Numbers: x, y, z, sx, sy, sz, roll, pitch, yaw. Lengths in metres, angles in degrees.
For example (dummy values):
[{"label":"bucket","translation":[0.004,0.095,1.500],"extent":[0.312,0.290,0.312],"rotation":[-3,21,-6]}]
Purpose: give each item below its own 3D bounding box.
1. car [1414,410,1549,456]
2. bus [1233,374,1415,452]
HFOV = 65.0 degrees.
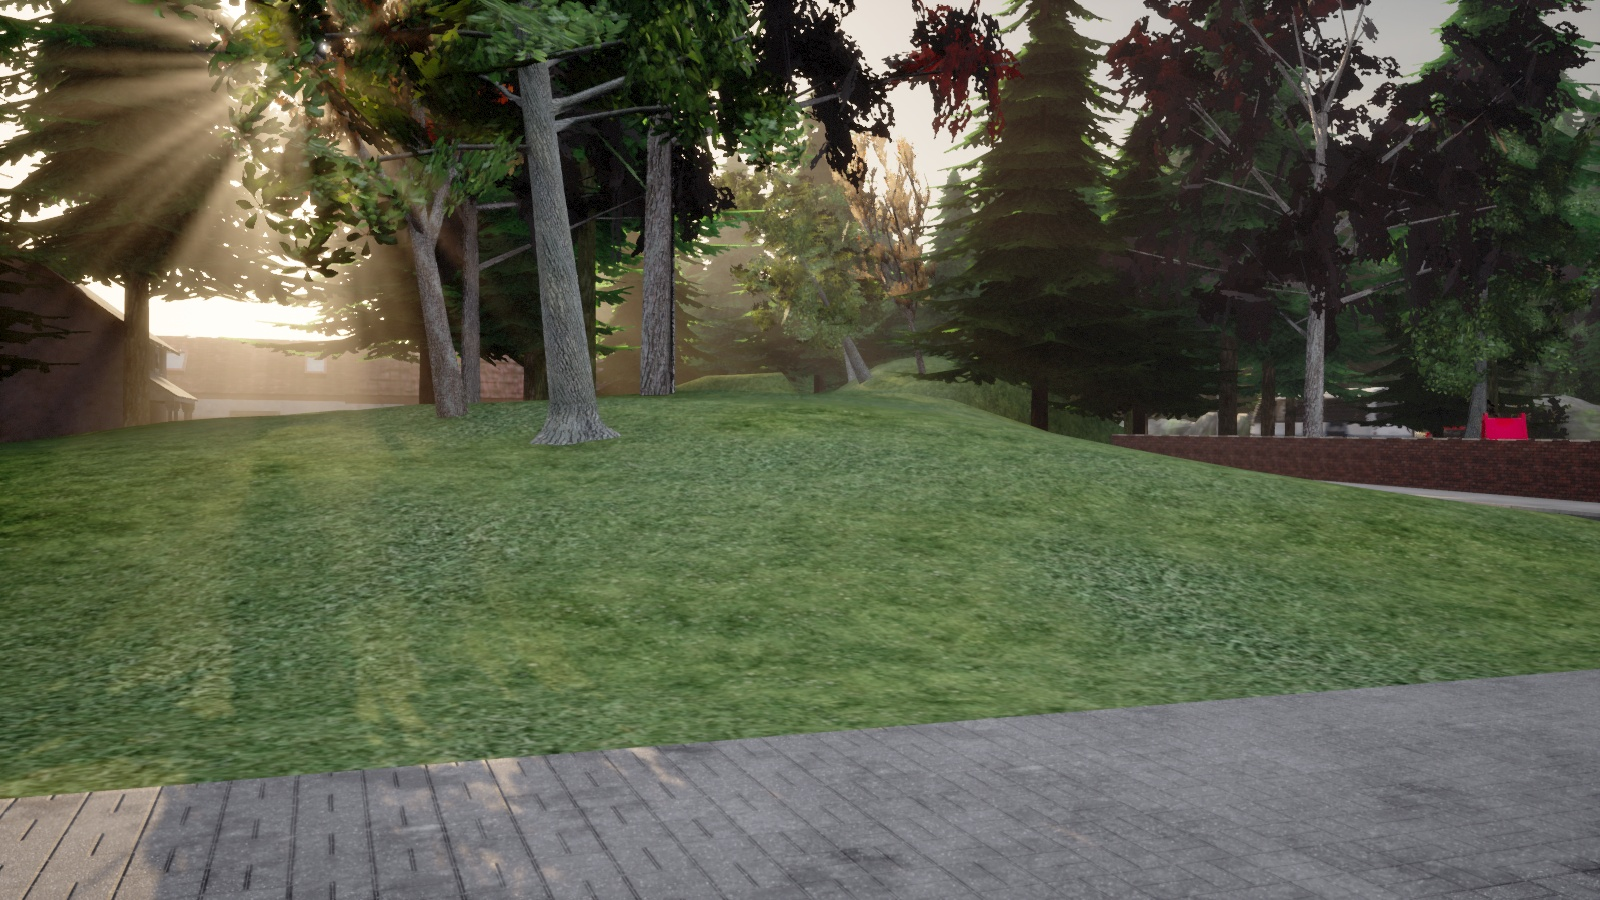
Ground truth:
[{"label":"car","translation":[32.148,-0.796,59.472],"extent":[2.150,2.045,5.566],"rotation":[-1,1,-21]},{"label":"bus","translation":[30.727,-2.121,74.380],"extent":[3.944,4.253,10.273],"rotation":[-1,1,-21]}]
